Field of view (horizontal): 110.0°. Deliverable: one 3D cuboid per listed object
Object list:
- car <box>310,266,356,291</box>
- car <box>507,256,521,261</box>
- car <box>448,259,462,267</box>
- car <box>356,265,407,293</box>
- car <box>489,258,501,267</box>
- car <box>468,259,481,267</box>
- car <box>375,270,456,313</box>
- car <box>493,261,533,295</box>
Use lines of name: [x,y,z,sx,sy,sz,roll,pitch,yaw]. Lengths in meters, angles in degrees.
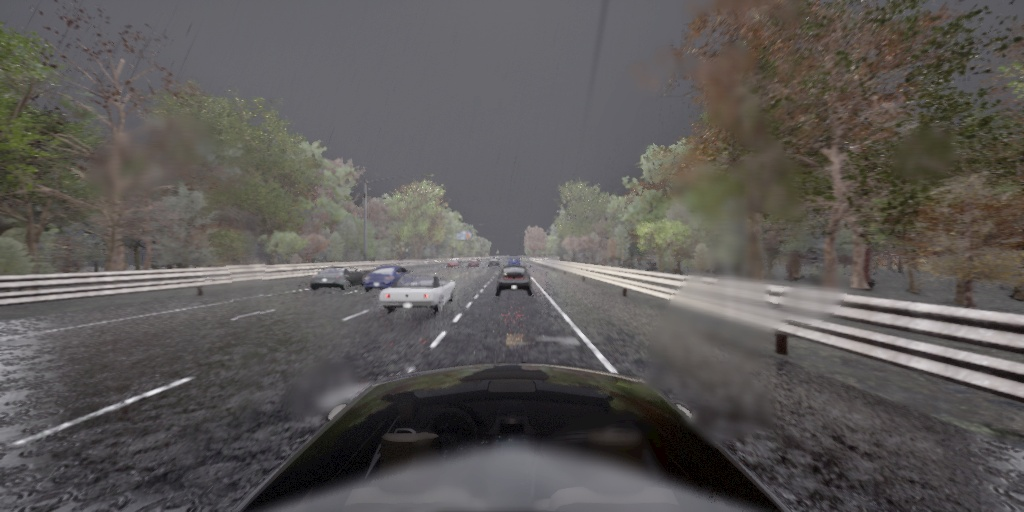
car: [-10.385,1.297,21.887,1.994,1.385,4.181,0,0,0]
car: [0.362,0.927,64.634,2.150,2.045,5.566,0,0,0]
car: [-10.144,1.270,63.648,1.994,1.385,4.181,0,0,0]
car: [-6.888,1.259,20.558,1.812,1.442,4.674,0,0,0]
car: [-3.132,1.182,65.081,1.882,1.535,5.008,0,0,0]
car: [-6.639,1.231,63.676,1.812,1.442,4.674,0,0,0]
car: [-3.405,1.340,13.934,1.895,1.301,4.718,0,0,0]
car: [0.109,1.240,19.851,1.837,1.490,4.892,0,1,0]
